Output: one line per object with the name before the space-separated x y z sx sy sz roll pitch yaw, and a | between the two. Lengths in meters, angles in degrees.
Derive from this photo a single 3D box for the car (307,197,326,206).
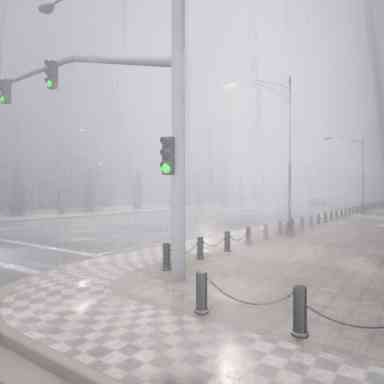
car | 19.539 1.508 51.968 1.994 1.385 4.181 0 0 36
